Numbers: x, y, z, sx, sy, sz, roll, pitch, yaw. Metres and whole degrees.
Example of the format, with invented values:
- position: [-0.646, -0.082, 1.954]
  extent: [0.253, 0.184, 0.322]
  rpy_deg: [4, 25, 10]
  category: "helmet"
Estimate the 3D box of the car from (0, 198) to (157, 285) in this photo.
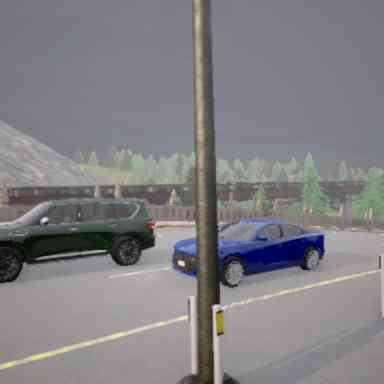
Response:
- position: [-3.752, 1.213, 9.914]
  extent: [5.566, 2.045, 2.150]
  rpy_deg: [0, 0, -36]
  category: "car"

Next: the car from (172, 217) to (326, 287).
- position: [1.785, 1.516, 9.564]
  extent: [5.008, 1.535, 1.882]
  rpy_deg: [1, -1, -35]
  category: "car"
